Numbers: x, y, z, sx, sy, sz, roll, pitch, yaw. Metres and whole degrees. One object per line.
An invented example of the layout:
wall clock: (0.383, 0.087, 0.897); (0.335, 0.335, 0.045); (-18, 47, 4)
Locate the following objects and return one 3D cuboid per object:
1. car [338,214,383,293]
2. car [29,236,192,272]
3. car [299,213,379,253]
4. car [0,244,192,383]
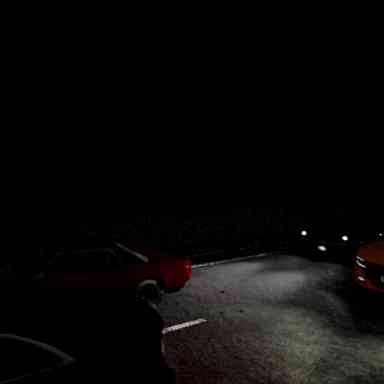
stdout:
car: (5.718, 1.362, 7.640); (5.008, 1.535, 1.882); (-1, 1, -35)
car: (-2.422, 1.542, 5.949); (4.718, 1.301, 1.895); (-1, 1, -35)
car: (5.917, 1.437, 11.735); (4.718, 1.301, 1.895); (-1, 1, -35)
car: (-2.408, 1.479, 2.001); (4.902, 1.511, 2.128); (-1, 1, -35)
